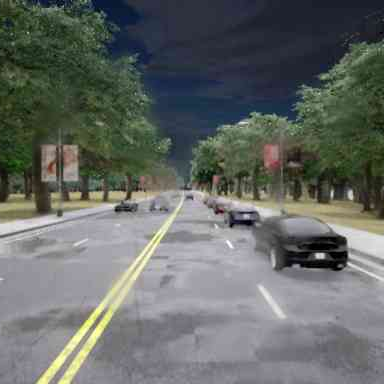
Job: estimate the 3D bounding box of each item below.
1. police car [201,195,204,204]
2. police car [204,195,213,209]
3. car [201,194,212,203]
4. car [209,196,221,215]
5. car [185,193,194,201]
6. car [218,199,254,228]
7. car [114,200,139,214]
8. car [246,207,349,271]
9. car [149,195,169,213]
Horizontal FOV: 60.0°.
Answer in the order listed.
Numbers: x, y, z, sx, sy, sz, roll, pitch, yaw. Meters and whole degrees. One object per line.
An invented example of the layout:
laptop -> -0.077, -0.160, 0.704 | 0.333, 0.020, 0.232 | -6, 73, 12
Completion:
police car -> 2.932, 1.326, 54.929 | 2.038, 1.542, 4.974 | 0, 0, -1
police car -> 3.044, 1.382, 43.919 | 2.038, 1.542, 4.974 | 0, 0, -1
car -> 2.797, 1.236, 65.938 | 1.882, 1.535, 5.008 | 0, 0, -1
car -> 3.131, 1.426, 32.938 | 2.163, 1.488, 4.792 | 0, 0, 0
car -> -0.582, 1.149, 75.085 | 1.837, 1.490, 4.892 | 0, 0, -1
car -> 3.195, 1.460, 21.927 | 2.163, 1.488, 4.792 | 0, 0, 0
car -> -6.728, 1.519, 34.492 | 1.895, 1.301, 4.718 | 0, 0, 0
car -> 3.235, 1.458, 10.885 | 1.882, 1.535, 5.008 | 0, 0, 0
car -> -3.486, 1.403, 36.090 | 2.128, 1.511, 4.902 | 0, 0, 0
